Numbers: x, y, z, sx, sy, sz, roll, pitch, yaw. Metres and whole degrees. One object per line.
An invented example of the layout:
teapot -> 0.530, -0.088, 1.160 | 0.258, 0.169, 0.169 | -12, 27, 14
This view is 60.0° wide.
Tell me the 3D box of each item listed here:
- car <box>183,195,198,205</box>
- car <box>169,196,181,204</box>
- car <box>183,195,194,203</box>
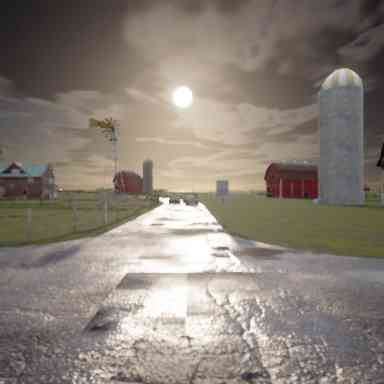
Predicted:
car -> -0.080, 1.346, 54.504 | 2.128, 1.511, 4.902 | 0, 0, -2
car -> -3.020, 1.403, 58.600 | 1.994, 1.385, 4.181 | 0, 0, -2
car -> -0.749, 1.320, 64.612 | 1.837, 1.490, 4.892 | 0, 0, -6
